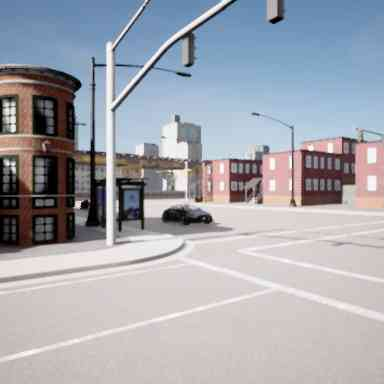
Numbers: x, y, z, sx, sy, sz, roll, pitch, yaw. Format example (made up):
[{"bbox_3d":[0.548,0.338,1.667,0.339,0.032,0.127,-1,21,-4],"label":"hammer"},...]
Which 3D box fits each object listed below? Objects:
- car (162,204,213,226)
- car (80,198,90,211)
[{"bbox_3d":[-0.394,1.527,23.161,1.994,1.385,4.181,0,0,-35],"label":"car"},{"bbox_3d":[-11.702,1.490,39.165,1.812,1.442,4.674,0,0,-35],"label":"car"}]
